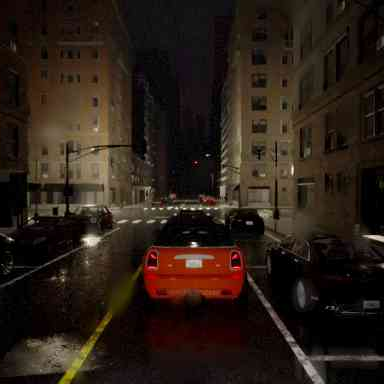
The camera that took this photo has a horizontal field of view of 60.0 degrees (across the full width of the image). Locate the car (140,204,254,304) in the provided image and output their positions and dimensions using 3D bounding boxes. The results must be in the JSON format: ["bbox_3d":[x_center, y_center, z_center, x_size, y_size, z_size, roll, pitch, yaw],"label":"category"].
[{"bbox_3d":[0.053,1.352,8.322,2.097,1.767,4.553,0,0,0],"label":"car"}]

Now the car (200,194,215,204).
[{"bbox_3d":[2.822,1.475,55.553,1.967,1.590,4.097,0,0,0],"label":"car"}]

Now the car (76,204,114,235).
[{"bbox_3d":[-5.692,1.440,18.453,1.967,1.590,4.097,0,0,0],"label":"car"}]

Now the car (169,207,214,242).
[{"bbox_3d":[-0.016,1.564,16.975,1.994,1.385,4.181,0,0,0],"label":"car"}]

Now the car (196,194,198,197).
[{"bbox_3d":[2.840,1.559,88.007,1.967,1.590,4.097,0,0,0],"label":"car"}]

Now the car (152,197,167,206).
[{"bbox_3d":[-5.703,1.617,55.556,1.802,1.307,4.206,0,0,0],"label":"car"}]

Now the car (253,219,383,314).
[{"bbox_3d":[2.847,1.550,7.460,2.008,1.369,4.403,0,0,0],"label":"car"}]

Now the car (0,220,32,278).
[{"bbox_3d":[-5.678,1.565,7.450,1.947,1.339,4.313,0,0,0],"label":"car"}]

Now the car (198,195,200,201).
[{"bbox_3d":[2.829,1.605,66.371,2.008,1.369,4.403,0,0,0],"label":"car"}]

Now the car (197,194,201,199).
[{"bbox_3d":[2.834,1.523,77.189,1.967,1.590,4.097,0,0,0],"label":"car"}]

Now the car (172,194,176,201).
[{"bbox_3d":[-5.687,1.624,82.428,1.752,1.417,4.829,0,0,0],"label":"car"}]

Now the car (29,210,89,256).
[{"bbox_3d":[-5.685,1.582,12.951,1.802,1.307,4.206,0,0,0],"label":"car"}]

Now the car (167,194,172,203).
[{"bbox_3d":[-5.696,1.605,66.372,2.008,1.369,4.403,0,0,0],"label":"car"}]

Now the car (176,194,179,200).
[{"bbox_3d":[-5.682,1.455,93.416,2.192,1.841,5.009,0,0,0],"label":"car"}]

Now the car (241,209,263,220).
[{"bbox_3d":[2.834,1.566,18.463,1.947,1.339,4.313,0,0,0],"label":"car"}]
